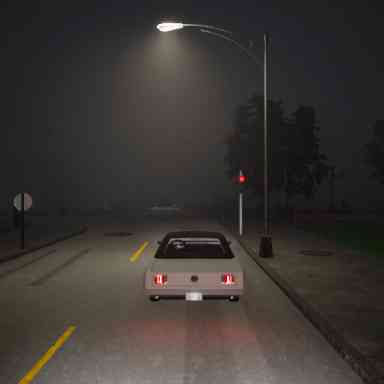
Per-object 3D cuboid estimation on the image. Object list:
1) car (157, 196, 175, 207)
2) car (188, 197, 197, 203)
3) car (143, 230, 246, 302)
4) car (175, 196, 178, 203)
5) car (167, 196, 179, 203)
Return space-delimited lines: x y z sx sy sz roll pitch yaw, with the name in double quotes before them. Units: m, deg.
"car" -4.072 1.505 50.104 1.837 1.490 4.892 0 0 0
"car" 0.033 1.601 69.423 1.895 1.301 4.718 0 0 0
"car" 0.060 1.601 8.233 1.895 1.301 4.718 0 0 0
"car" -4.044 1.547 59.802 2.033 1.411 5.357 0 0 0
"car" -3.967 1.540 70.143 2.033 1.411 5.357 0 0 0
